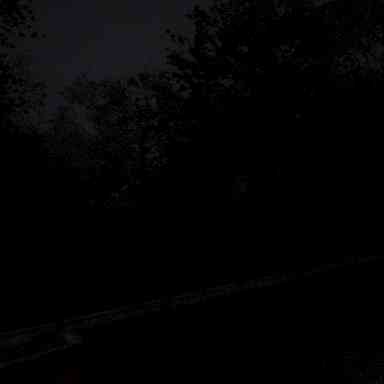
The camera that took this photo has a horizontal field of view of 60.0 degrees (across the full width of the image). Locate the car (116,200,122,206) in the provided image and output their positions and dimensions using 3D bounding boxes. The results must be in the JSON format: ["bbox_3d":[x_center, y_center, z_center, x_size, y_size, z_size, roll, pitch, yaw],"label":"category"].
[{"bbox_3d":[-11.574,2.334,46.660,2.231,1.521,4.892,0,0,-36],"label":"car"}]

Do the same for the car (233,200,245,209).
[{"bbox_3d":[8.657,2.078,61.324,2.435,2.045,5.566,0,0,-36],"label":"car"}]

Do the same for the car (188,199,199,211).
[{"bbox_3d":[-0.331,2.351,54.800,2.097,1.535,5.008,0,0,-36],"label":"car"}]

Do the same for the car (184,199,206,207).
[{"bbox_3d":[0.514,2.331,71.534,2.231,1.521,4.892,0,0,-36],"label":"car"}]
